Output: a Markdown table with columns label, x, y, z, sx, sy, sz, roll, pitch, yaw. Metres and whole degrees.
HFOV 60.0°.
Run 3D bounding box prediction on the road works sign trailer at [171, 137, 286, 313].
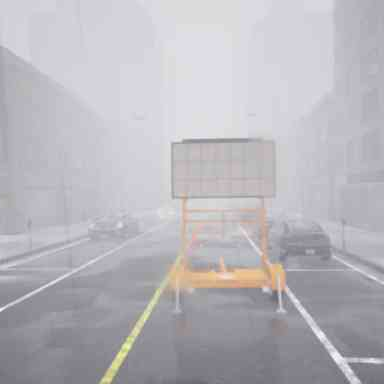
| label | x | y | z | sx | sy | sz | roll | pitch | yaw |
| --- | --- | --- | --- | --- | --- | --- | --- | --- | --- |
| road works sign trailer | 0.733 | 0.549 | 7.834 | 2.380 | 3.560 | 2.880 | -1 | -1 | 2 |

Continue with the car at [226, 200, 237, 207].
| label | x | y | z | sx | sy | sz | roll | pitch | yaw |
| --- | --- | --- | --- | --- | --- | --- | --- | --- | --- |
| car | 7.942 | 2.284 | 67.395 | 1.887 | 1.381 | 4.507 | -2 | -1 | 4 |

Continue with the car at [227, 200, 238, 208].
| label | x | y | z | sx | sy | sz | roll | pitch | yaw |
| --- | --- | --- | --- | --- | --- | --- | --- | --- | --- |
| car | 7.531 | 2.218 | 61.905 | 1.887 | 1.381 | 4.507 | -2 | -1 | 4 |

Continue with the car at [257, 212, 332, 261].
| label | x | y | z | sx | sy | sz | roll | pitch | yaw |
| --- | --- | --- | --- | --- | --- | --- | --- | --- | --- |
| car | 3.834 | 1.648 | 12.500 | 2.008 | 1.369 | 4.403 | -2 | -1 | 4 |

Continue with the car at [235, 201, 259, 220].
| label | x | y | z | sx | sy | sz | roll | pitch | yaw |
| --- | --- | --- | --- | --- | --- | --- | --- | --- | --- |
| car | 5.063 | 1.725 | 28.971 | 1.967 | 1.590 | 4.097 | -2 | -1 | 4 |

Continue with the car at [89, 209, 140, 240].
| label | x | y | z | sx | sy | sz | roll | pitch | yaw |
| --- | --- | --- | --- | --- | --- | --- | --- | --- | --- |
| car | -4.259 | 1.731 | 18.626 | 1.967 | 1.590 | 4.097 | -2 | -1 | 4 |

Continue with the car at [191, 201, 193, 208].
| label | x | y | z | sx | sy | sz | roll | pitch | yaw |
| --- | --- | --- | --- | --- | --- | --- | --- | --- | --- |
| car | -1.380 | 2.304 | 57.051 | 1.947 | 1.339 | 4.313 | -2 | -1 | 4 |

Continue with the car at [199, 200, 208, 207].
| label | x | y | z | sx | sy | sz | roll | pitch | yaw |
| --- | --- | --- | --- | --- | --- | --- | --- | --- | --- |
| car | 2.489 | 2.420 | 71.601 | 2.033 | 1.411 | 5.357 | -1 | -1 | 4 |

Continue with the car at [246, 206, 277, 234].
| label | x | y | z | sx | sy | sz | roll | pitch | yaw |
| --- | --- | --- | --- | --- | --- | --- | --- | --- | --- |
| car | 4.244 | 1.704 | 17.990 | 1.887 | 1.381 | 4.507 | -2 | -1 | 4 |

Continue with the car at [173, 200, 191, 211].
| label | x | y | z | sx | sy | sz | roll | pitch | yaw |
| --- | --- | --- | --- | --- | --- | --- | --- | --- | --- |
| car | -1.794 | 2.113 | 51.563 | 1.967 | 1.590 | 4.097 | -2 | -1 | 4 |

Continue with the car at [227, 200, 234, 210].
| label | x | y | z | sx | sy | sz | roll | pitch | yaw |
| --- | --- | --- | --- | --- | --- | --- | --- | --- | --- |
| car | 6.710 | 2.108 | 50.927 | 1.947 | 1.339 | 4.313 | -2 | -1 | 4 |

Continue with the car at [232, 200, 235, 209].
| label | x | y | z | sx | sy | sz | roll | pitch | yaw |
| --- | --- | --- | --- | --- | --- | --- | --- | --- | --- |
| car | 5.477 | 1.893 | 34.458 | 1.887 | 1.381 | 4.507 | -2 | -1 | 4 |

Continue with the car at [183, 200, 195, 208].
| label | x | y | z | sx | sy | sz | roll | pitch | yaw |
| --- | --- | --- | --- | --- | --- | --- | --- | --- | --- |
| car | -0.559 | 2.415 | 68.030 | 1.887 | 1.381 | 4.507 | -2 | -1 | 4 |

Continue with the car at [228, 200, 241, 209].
| label | x | y | z | sx | sy | sz | roll | pitch | yaw |
| --- | --- | --- | --- | --- | --- | --- | --- | --- | --- |
| car | 7.120 | 2.152 | 56.416 | 1.887 | 1.381 | 4.507 | -2 | -1 | 4 |
